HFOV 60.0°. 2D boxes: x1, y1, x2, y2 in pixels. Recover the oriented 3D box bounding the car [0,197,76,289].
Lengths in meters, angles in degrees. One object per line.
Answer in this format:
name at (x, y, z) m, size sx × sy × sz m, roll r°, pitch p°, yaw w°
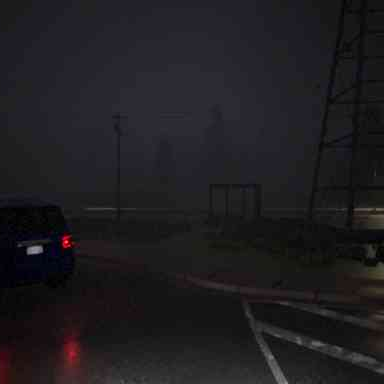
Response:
car at (-5.053, 1.254, 8.418) m, size 5.566 × 2.045 × 2.150 m, roll 0°, pitch 0°, yaw 43°
